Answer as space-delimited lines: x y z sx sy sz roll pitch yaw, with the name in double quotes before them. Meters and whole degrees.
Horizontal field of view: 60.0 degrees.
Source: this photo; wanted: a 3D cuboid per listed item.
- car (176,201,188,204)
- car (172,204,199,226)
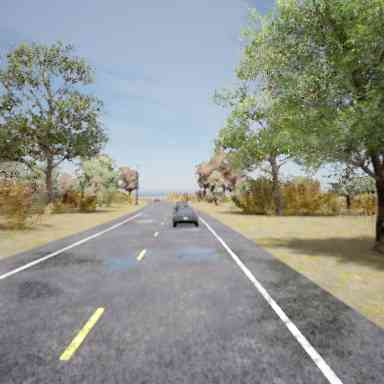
"car" -1.335 1.884 42.931 2.097 1.767 4.553 0 -1 -3
"car" -0.536 1.892 26.227 1.994 1.385 4.181 0 -1 -2
